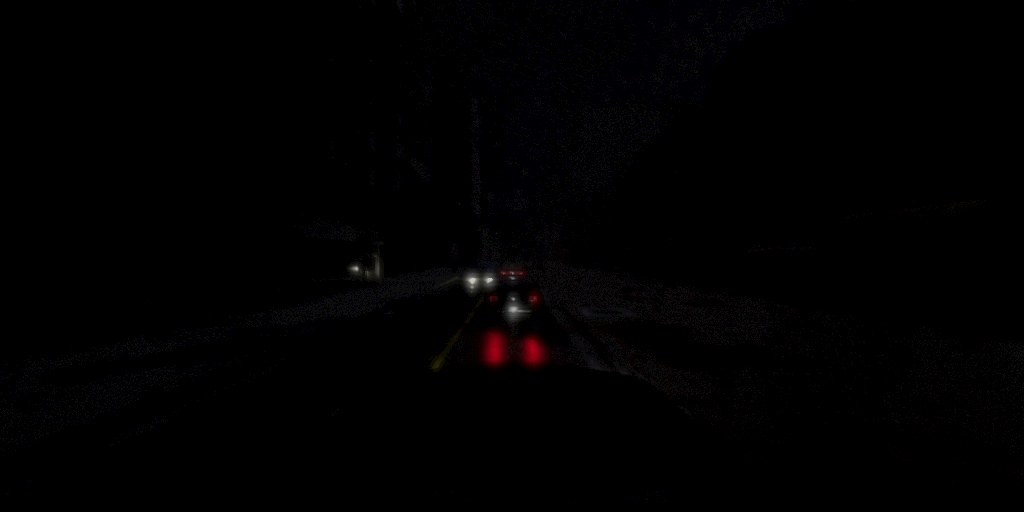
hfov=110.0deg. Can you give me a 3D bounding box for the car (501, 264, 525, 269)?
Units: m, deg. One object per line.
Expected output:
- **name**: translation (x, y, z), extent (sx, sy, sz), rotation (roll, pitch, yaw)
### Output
- **car**: translation (0.071, 1.289, 28.124), extent (1.895, 1.301, 4.718), rotation (0, 0, 0)

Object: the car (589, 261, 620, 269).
- **car**: translation (13.232, 1.326, 51.534), extent (4.313, 1.339, 1.948), rotation (0, 0, 0)

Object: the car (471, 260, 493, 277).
- **car**: translation (-2.818, 1.150, 34.369), extent (1.882, 1.535, 5.008), rotation (0, 0, 0)

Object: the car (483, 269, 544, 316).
- **car**: translation (0.065, 1.325, 13.141), extent (1.895, 1.301, 4.718), rotation (0, 0, 0)
